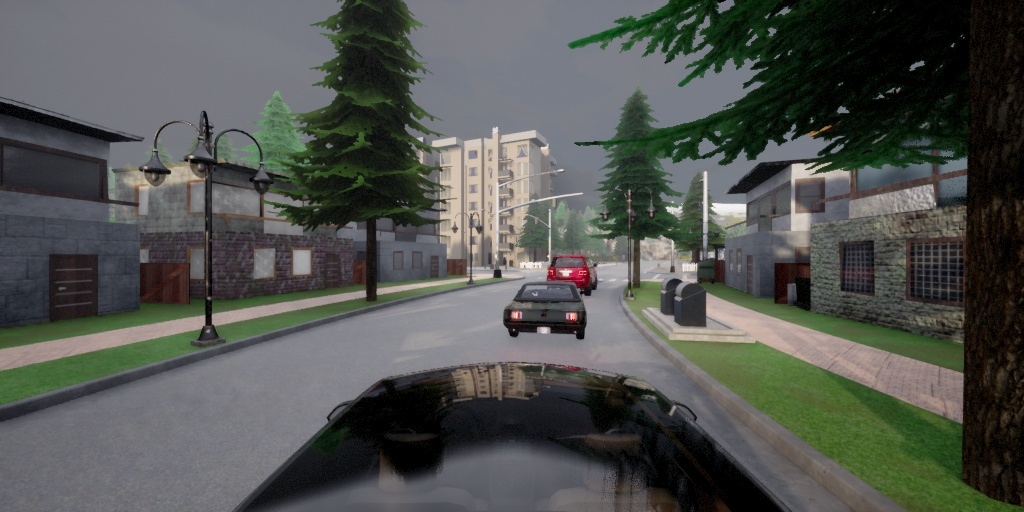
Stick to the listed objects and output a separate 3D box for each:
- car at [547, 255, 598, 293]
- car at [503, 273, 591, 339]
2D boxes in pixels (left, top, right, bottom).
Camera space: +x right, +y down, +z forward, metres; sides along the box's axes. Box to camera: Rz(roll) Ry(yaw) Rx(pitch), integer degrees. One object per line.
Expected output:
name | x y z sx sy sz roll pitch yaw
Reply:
car | 3.370 0.971 19.596 2.150 2.045 5.566 0 0 18
car | 1.073 1.351 10.100 1.895 1.301 4.718 0 0 9
